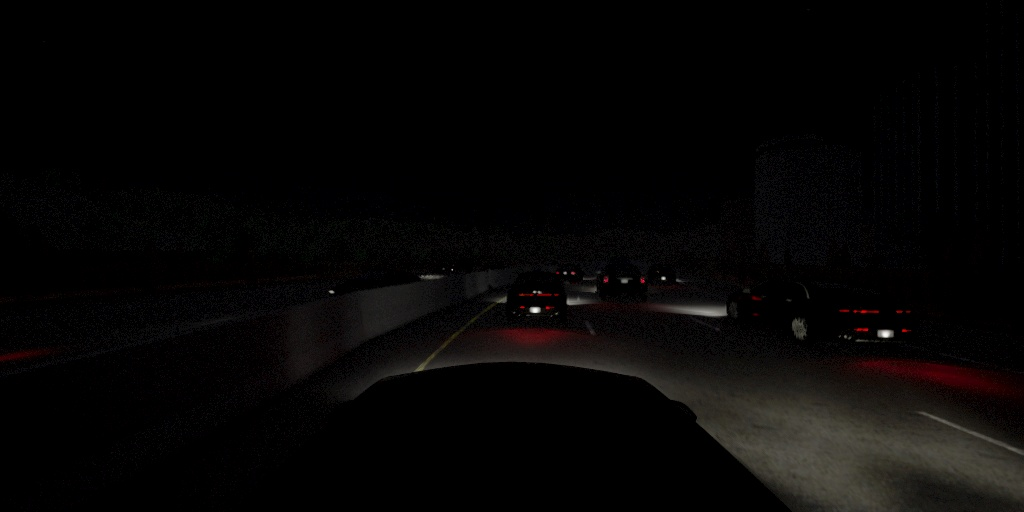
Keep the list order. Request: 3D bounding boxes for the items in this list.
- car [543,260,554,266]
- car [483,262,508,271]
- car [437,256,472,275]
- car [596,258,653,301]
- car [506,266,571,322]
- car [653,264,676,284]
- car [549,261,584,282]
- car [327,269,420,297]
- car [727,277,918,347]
[{"bbox_3d":[6.232,1.461,56.857,1.837,1.490,4.892,0,0,19],"label":"car"},{"bbox_3d":[-2.007,1.418,43.393,1.994,1.385,4.181,0,0,19],"label":"car"},{"bbox_3d":[-6.469,1.050,41.094,2.150,2.045,5.566,0,0,19],"label":"car"},{"bbox_3d":[5.398,1.147,18.038,2.097,1.767,4.553,0,0,11],"label":"car"},{"bbox_3d":[0.939,1.272,12.475,1.837,1.490,4.892,0,0,7],"label":"car"},{"bbox_3d":[11.596,1.348,28.040,1.837,1.490,4.892,0,0,17],"label":"car"},{"bbox_3d":[4.890,1.374,30.194,2.033,1.411,5.357,0,0,18],"label":"car"},{"bbox_3d":[-5.855,1.294,16.160,2.033,1.411,5.357,0,0,9],"label":"car"},{"bbox_3d":[7.639,1.296,9.531,1.837,1.490,4.892,0,0,5],"label":"car"}]
